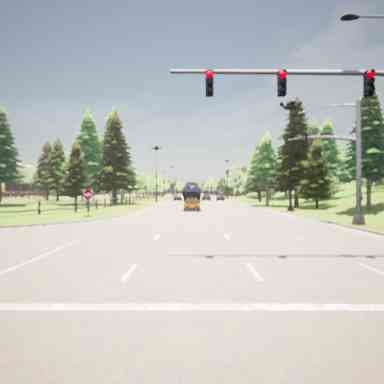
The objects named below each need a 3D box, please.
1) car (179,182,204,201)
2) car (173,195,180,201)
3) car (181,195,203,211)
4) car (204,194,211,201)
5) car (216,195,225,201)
[{"bbox_3d":[0.036,0.023,40.287,2.097,1.767,4.553,4,-15,3],"label":"car"},{"bbox_3d":[-3.513,1.515,81.525,1.994,1.385,4.181,0,0,0],"label":"car"},{"bbox_3d":[-0.006,1.459,40.113,1.882,1.535,5.008,0,0,0],"label":"car"},{"bbox_3d":[3.487,1.317,81.530,2.097,1.767,4.553,0,0,0],"label":"car"},{"bbox_3d":[6.987,1.487,81.561,2.128,1.511,4.902,0,0,0],"label":"car"}]
